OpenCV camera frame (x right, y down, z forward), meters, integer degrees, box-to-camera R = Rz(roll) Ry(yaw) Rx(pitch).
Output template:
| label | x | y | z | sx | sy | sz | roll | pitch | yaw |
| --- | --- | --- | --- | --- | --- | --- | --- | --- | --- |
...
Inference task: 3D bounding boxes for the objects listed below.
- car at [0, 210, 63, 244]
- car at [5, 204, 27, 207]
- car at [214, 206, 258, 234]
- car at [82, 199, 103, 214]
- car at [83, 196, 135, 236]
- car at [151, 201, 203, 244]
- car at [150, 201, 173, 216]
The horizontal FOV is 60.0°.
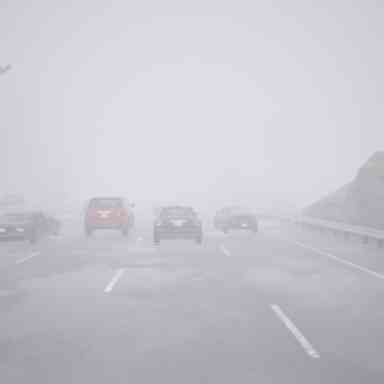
| label | x | y | z | sx | sy | sz | roll | pitch | yaw |
| --- | --- | --- | --- | --- | --- | --- | --- | --- | --- |
| car | -7.703 | 1.562 | 15.652 | 2.033 | 1.411 | 5.357 | 0 | 0 | -5 |
| car | -23.580 | 1.268 | 44.122 | 2.150 | 2.045 | 5.566 | 0 | 0 | -15 |
| car | 2.457 | 1.518 | 19.288 | 1.812 | 1.442 | 4.674 | 0 | 0 | -6 |
| car | -10.817 | 1.523 | 36.401 | 1.837 | 1.490 | 4.892 | 0 | 0 | -11 |
| car | -4.498 | 1.229 | 18.673 | 2.150 | 2.045 | 5.566 | 0 | 0 | -6 |
| car | -0.750 | 1.352 | 15.906 | 2.097 | 1.767 | 4.553 | 0 | 0 | -5 |
| car | -3.227 | 1.603 | 34.209 | 1.895 | 1.301 | 4.718 | 0 | 0 | -10 |
